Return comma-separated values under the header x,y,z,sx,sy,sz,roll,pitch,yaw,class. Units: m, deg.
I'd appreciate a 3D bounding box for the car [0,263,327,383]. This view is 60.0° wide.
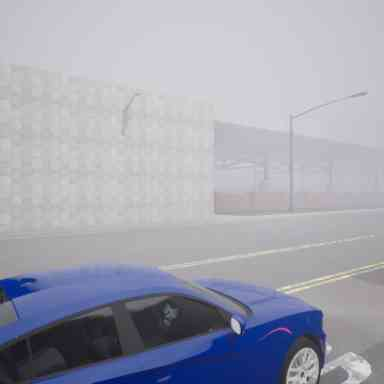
x,y,z,sx,sy,sz,roll,pitch,yaw,class
-0.691,1.478,3.256,5.008,1.535,1.882,0,0,-36,car
